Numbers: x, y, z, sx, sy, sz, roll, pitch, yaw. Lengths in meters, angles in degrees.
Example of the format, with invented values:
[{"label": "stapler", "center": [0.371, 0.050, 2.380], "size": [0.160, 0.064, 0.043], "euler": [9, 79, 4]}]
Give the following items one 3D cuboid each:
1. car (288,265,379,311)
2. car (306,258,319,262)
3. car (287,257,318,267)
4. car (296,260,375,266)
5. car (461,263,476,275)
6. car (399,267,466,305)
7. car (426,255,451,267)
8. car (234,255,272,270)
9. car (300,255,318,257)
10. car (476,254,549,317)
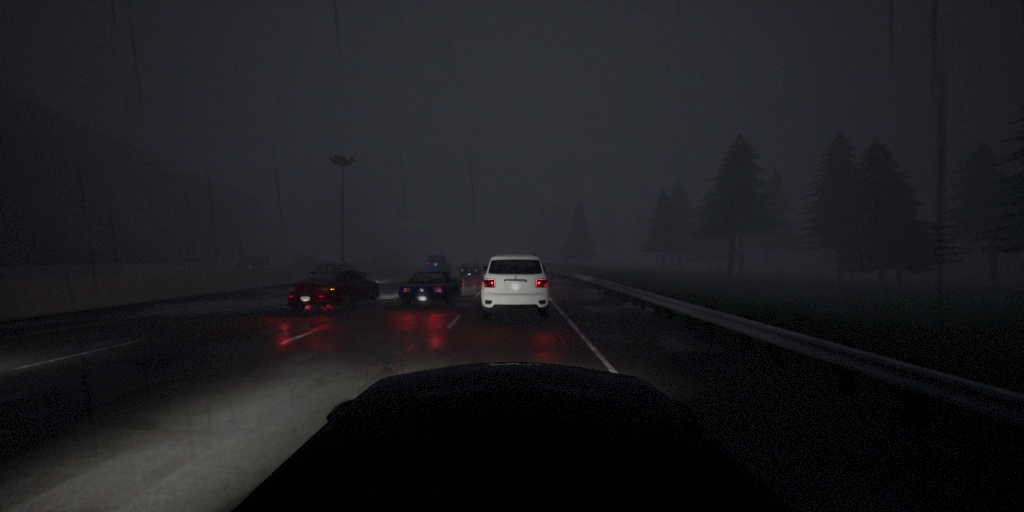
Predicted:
[{"label": "car", "center": [-6.898, 1.257, 14.282], "size": [1.812, 1.442, 4.674], "euler": [0, 0, 0]}, {"label": "car", "center": [-22.551, 1.251, 43.339], "size": [1.994, 1.385, 4.181], "euler": [0, 0, -7]}, {"label": "car", "center": [-26.250, 1.210, 44.802], "size": [1.812, 1.442, 4.674], "euler": [0, 0, -7]}, {"label": "car", "center": [-10.445, 1.211, 21.734], "size": [2.128, 1.511, 4.902], "euler": [0, 0, -1]}, {"label": "car", "center": [-3.908, 1.302, 33.790], "size": [1.895, 1.301, 4.718], "euler": [0, 0, -4]}, {"label": "car", "center": [-3.400, 1.329, 15.907], "size": [1.895, 1.301, 4.718], "euler": [0, 0, 0]}, {"label": "car", "center": [-7.726, 0.916, 37.884], "size": [2.150, 2.045, 5.566], "euler": [0, 0, -5]}, {"label": "car", "center": [-33.524, 0.902, 46.644], "size": [2.150, 2.045, 5.566], "euler": [0, 0, -8]}, {"label": "car", "center": [-31.307, 0.890, 54.805], "size": [2.150, 2.045, 5.566], "euler": [0, 0, -10]}, {"label": "car", "center": [0.101, 0.955, 13.214], "size": [2.150, 2.045, 5.566], "euler": [0, 0, 0]}]
